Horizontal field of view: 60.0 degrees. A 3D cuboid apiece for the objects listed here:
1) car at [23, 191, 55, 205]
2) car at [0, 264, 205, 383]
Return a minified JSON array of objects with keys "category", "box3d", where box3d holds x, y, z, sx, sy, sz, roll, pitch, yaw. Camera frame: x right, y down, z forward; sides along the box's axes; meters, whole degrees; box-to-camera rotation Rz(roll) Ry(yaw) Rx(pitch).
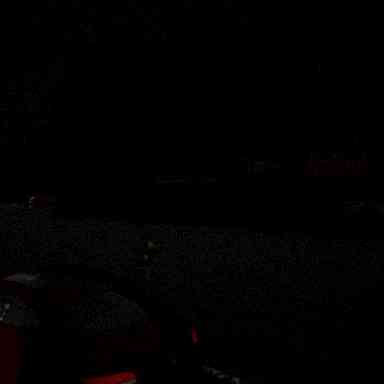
[{"category":"car","box3d":[-19.026,0.733,42.469,2.097,1.767,4.553,1,2,36]},{"category":"car","box3d":[-1.810,1.581,4.093,4.206,1.307,1.802,0,1,36]}]
